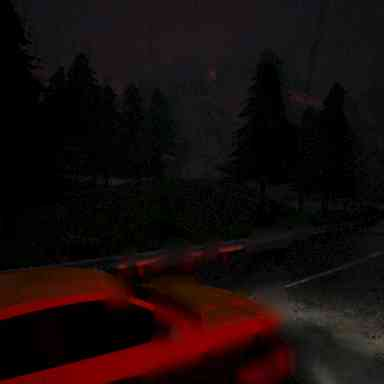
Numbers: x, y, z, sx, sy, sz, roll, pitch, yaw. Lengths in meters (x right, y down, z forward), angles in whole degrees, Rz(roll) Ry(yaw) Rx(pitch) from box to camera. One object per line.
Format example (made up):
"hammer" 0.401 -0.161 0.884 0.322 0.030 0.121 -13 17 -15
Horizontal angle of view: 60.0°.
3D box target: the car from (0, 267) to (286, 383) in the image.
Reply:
"car" -1.209 1.491 3.108 5.008 1.535 1.882 0 0 -36
